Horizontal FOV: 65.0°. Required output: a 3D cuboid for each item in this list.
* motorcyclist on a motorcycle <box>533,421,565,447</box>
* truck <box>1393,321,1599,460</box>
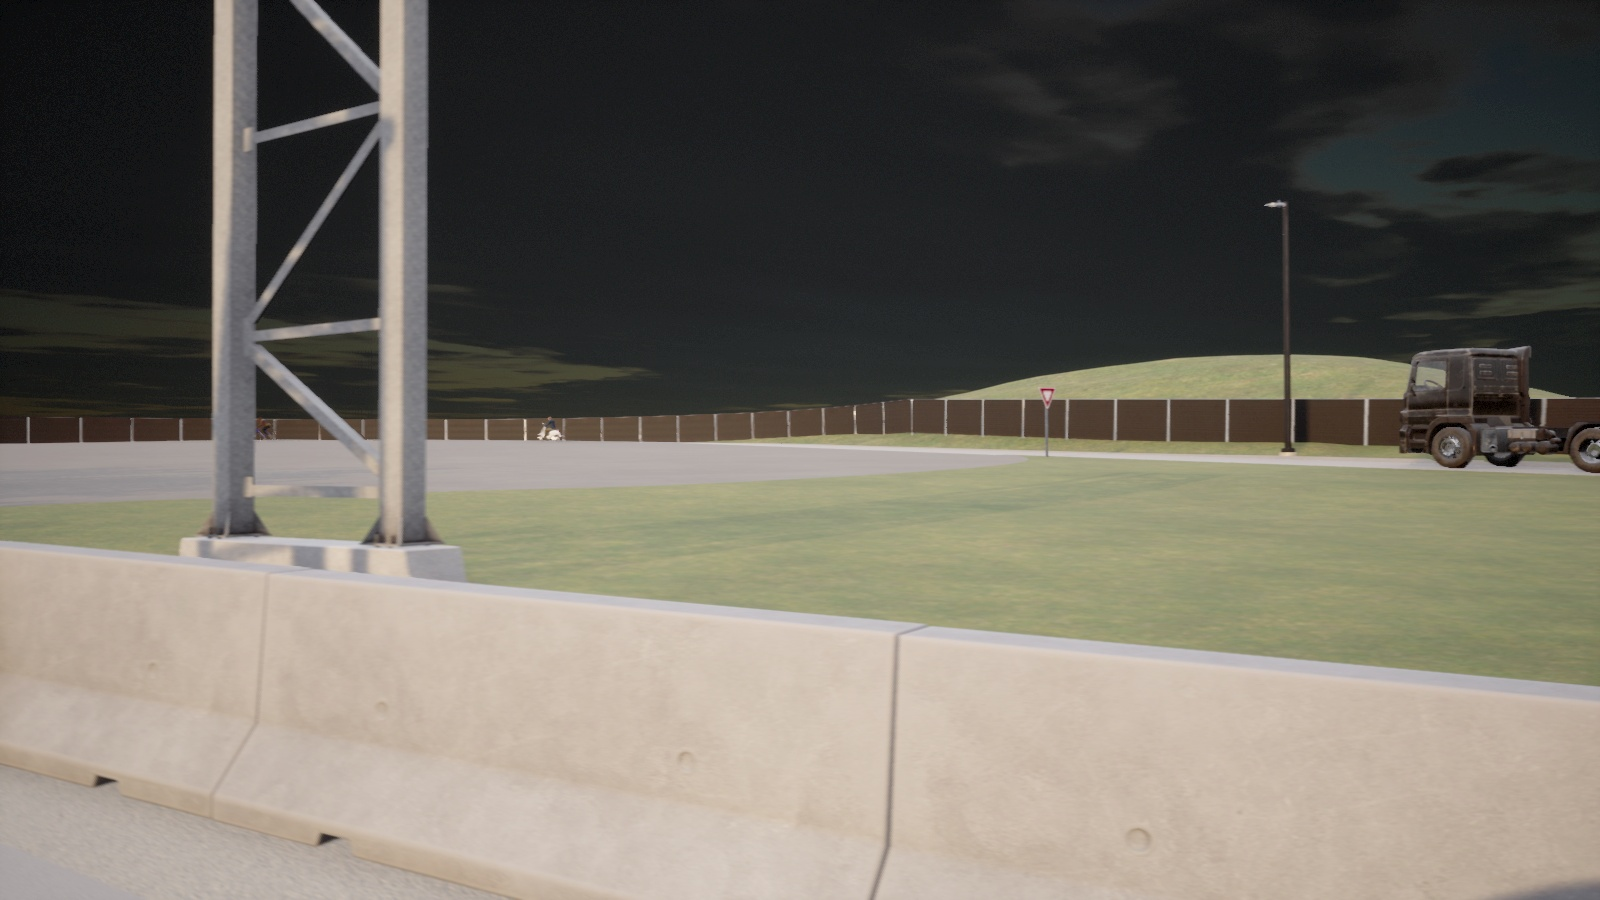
[{"bbox_3d":[-15.677,-1.013,78.468,1.817,1.590,0.866,0,2,27],"label":"motorcyclist on a motorcycle"},{"bbox_3d":[20.432,-1.545,33.724,2.891,3.462,7.936,-2,1,-29],"label":"truck"}]
